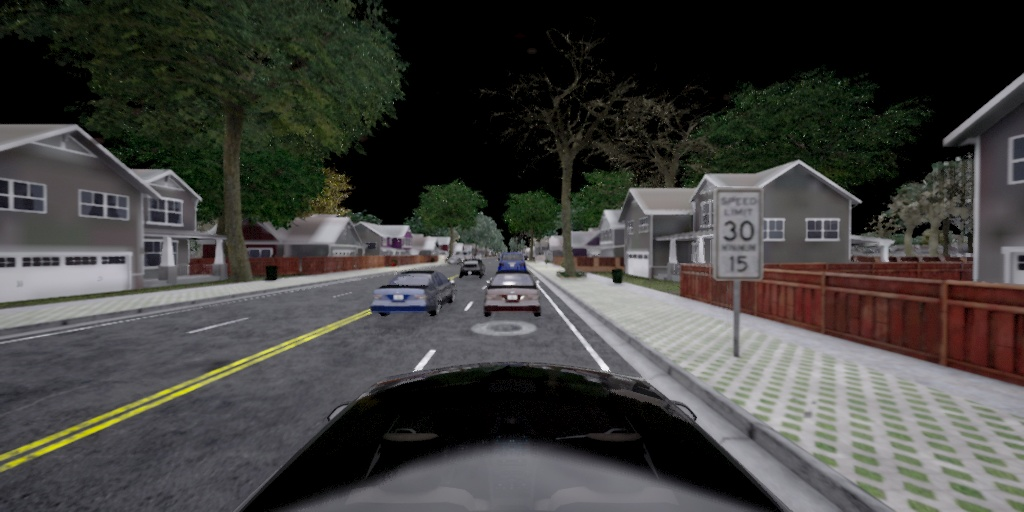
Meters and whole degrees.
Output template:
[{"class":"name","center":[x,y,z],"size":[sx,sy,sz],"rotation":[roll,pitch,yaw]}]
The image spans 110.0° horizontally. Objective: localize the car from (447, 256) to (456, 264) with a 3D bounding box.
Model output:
[{"class":"car","center":[-9.794,0.832,61.154],"size":[2.128,1.511,4.902],"rotation":[0,0,1]}]

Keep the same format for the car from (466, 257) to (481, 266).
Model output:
[{"class":"car","center":[-6.545,0.905,61.069],"size":[1.994,1.385,4.181],"rotation":[0,0,1]}]

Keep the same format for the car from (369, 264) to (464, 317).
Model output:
[{"class":"car","center":[-3.220,1.198,12.717],"size":[2.033,1.411,5.357],"rotation":[0,1,0]}]

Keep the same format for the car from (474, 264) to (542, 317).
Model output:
[{"class":"car","center":[0.029,1.198,12.692],"size":[2.033,1.411,5.357],"rotation":[0,1,1]}]

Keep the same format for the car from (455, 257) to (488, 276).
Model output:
[{"class":"car","center":[-3.204,1.020,29.870],"size":[1.837,1.490,4.892],"rotation":[0,1,1]}]

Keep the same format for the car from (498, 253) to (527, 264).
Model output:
[{"class":"car","center":[0.036,0.746,28.670],"size":[2.150,2.045,5.566],"rotation":[0,1,0]}]
